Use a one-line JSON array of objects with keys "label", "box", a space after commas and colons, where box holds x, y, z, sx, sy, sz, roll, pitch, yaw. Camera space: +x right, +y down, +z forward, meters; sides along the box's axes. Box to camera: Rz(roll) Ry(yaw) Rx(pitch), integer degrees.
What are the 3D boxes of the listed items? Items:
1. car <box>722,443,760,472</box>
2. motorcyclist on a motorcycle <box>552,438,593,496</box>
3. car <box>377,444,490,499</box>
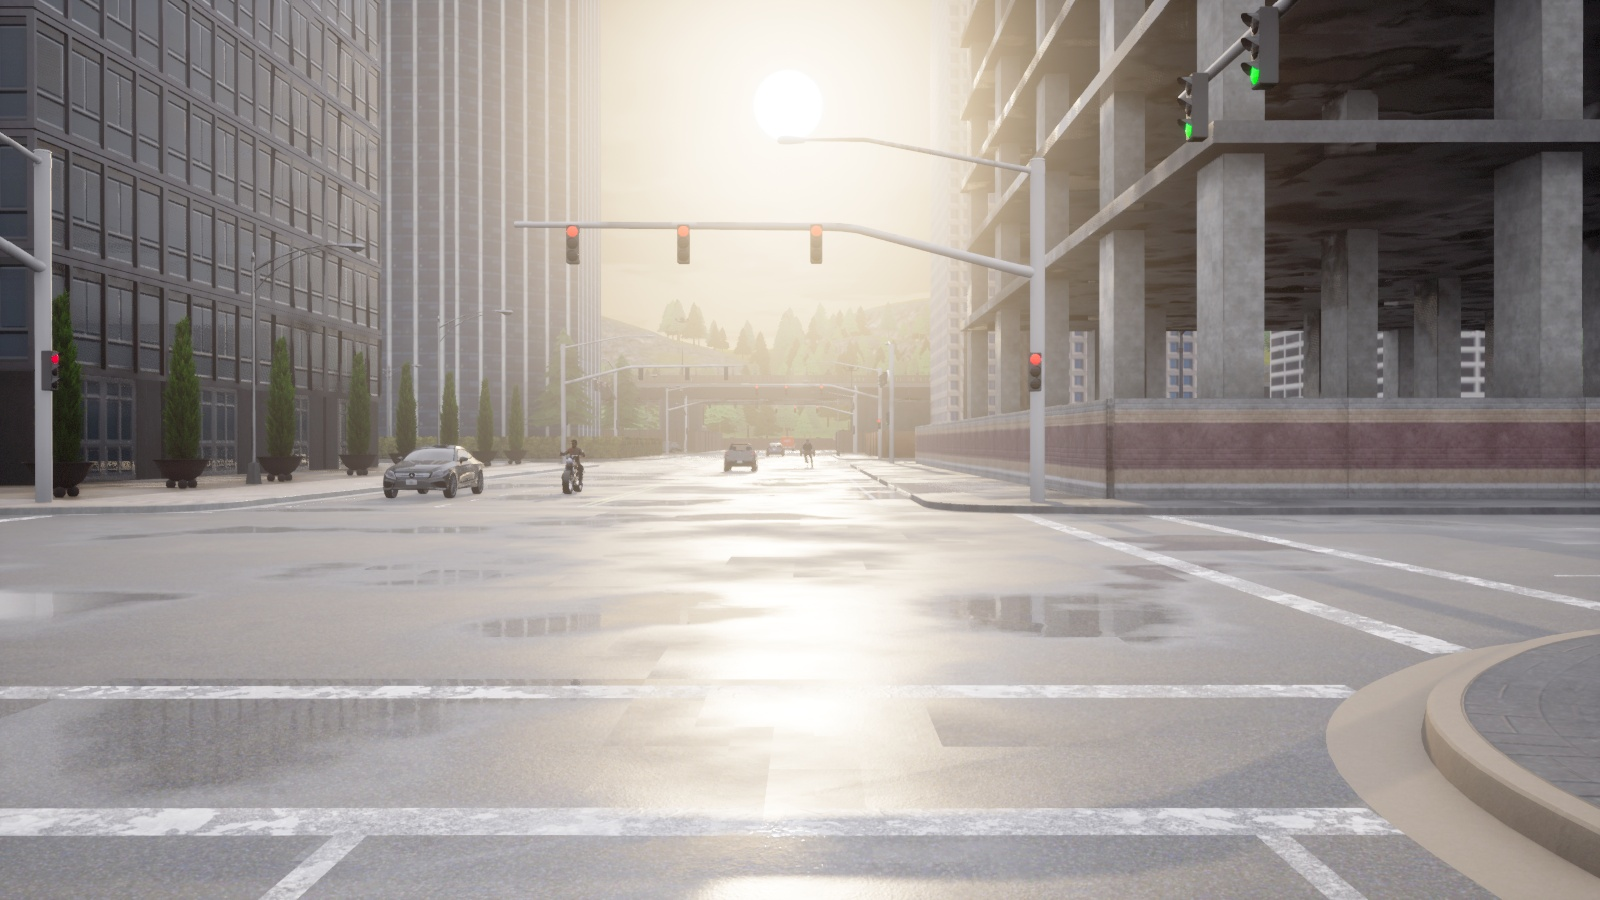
[{"label": "car", "box": [-3.094, 0.383, 66.452, 1.845, 1.501, 3.633, 0, 0, 0]}, {"label": "motorcyclist on a motorcycle", "box": [-6.765, 0.480, 37.403, 0.766, 1.649, 2.350, 0, 0, 0]}, {"label": "car", "box": [-10.276, 0.563, 35.566, 1.812, 1.442, 4.674, 0, 0, 0]}]
